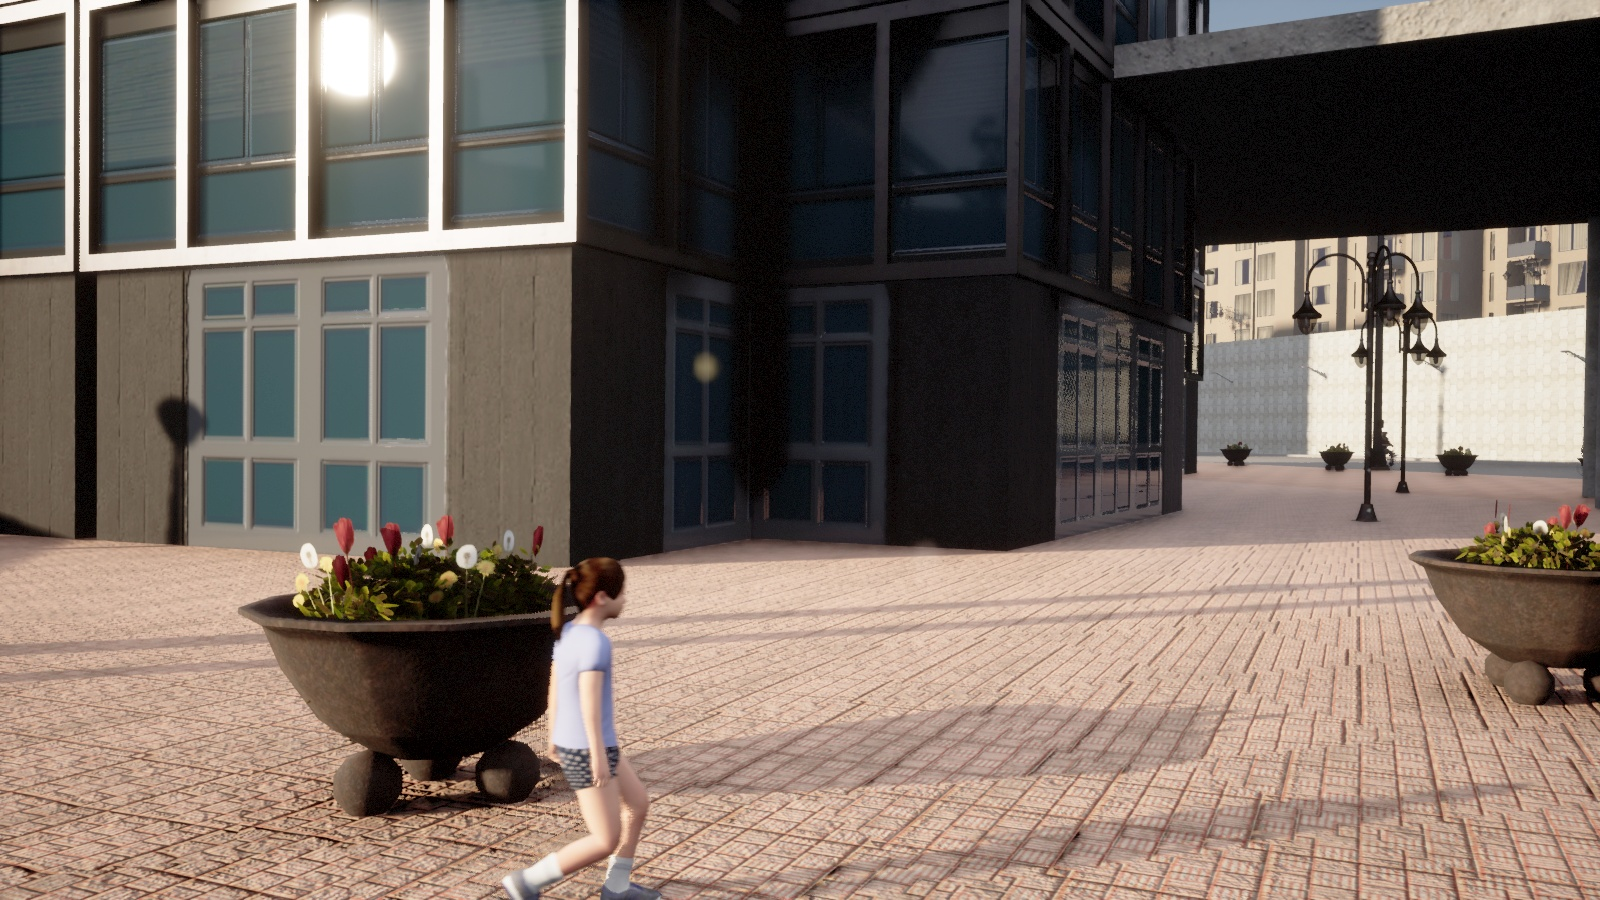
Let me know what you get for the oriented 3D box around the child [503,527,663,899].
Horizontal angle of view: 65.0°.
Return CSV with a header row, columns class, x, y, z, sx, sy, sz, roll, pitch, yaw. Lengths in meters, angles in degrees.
class,x,y,z,sx,sy,sz,roll,pitch,yaw
child,-0.622,0.791,3.591,0.394,1.110,0.255,-1,1,-21
